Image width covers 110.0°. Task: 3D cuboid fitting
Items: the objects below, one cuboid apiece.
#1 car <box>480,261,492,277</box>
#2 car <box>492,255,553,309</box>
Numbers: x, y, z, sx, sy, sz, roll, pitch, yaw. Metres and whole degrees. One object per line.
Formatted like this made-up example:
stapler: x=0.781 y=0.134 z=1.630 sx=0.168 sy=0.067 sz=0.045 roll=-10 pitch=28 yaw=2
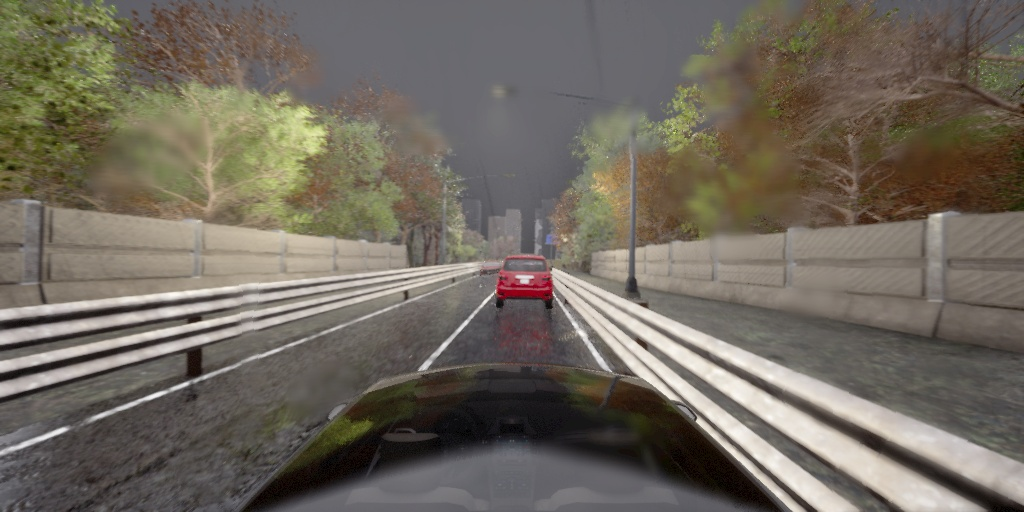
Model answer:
car: x=-2.017 y=1.265 z=35.437 sx=1.882 sy=1.535 sz=5.008 roll=1 pitch=0 yaw=3
car: x=0.568 y=1.007 z=15.505 sx=2.150 sy=2.045 sz=5.566 roll=1 pitch=0 yaw=3
